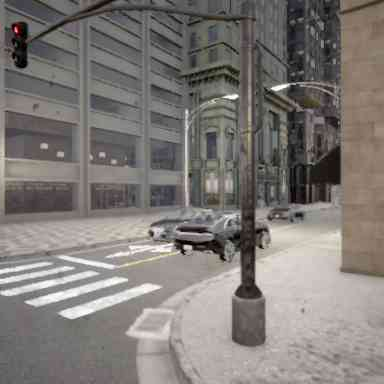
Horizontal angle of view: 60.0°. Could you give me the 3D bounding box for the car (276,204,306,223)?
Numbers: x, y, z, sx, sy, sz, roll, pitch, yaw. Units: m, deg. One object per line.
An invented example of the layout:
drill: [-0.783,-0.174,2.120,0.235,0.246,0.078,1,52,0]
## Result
car: [7.498,1.610,26.357,1.994,1.385,4.181,0,0,36]

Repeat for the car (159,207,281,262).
car: [1.290,1.524,12.432,2.128,1.511,4.902,-1,0,36]

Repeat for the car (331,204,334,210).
car: [19.240,1.531,42.472,1.882,1.535,5.008,0,0,36]

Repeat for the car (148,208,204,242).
car: [-0.036,1.533,15.929,2.128,1.511,4.902,0,0,36]
